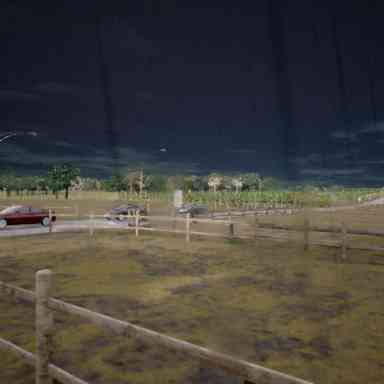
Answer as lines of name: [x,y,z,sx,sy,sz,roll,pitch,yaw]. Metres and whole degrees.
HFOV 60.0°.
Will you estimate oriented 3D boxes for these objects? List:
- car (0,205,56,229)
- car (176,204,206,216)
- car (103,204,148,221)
car: [-12.478,1.723,24.245,1.882,1.535,5.008,1,-1,36]
car: [-0.059,2.226,41.779,2.128,1.511,4.902,1,-1,35]
car: [-6.462,1.976,32.714,1.837,1.490,4.892,1,-1,35]
